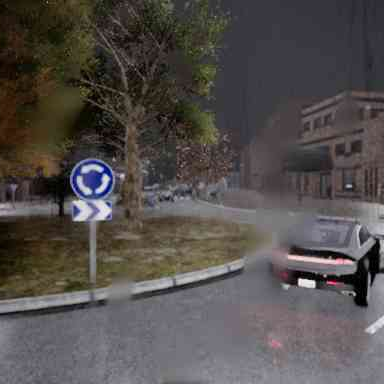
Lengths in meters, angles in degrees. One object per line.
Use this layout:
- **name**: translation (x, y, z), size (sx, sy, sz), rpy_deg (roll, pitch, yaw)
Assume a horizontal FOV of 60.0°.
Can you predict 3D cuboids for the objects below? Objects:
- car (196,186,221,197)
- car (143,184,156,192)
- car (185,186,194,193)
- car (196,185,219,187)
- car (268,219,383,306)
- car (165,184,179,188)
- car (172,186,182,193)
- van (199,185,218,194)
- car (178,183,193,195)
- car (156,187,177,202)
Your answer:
- **car**: translation (3.364, 0.188, 63.396), size (4.892, 1.521, 2.231), rpy_deg (0, 2, 1)
- **car**: translation (-11.945, -0.808, 90.509), size (2.097, 1.535, 5.008), rpy_deg (0, 2, 6)
- **car**: translation (-0.680, -0.664, 83.247), size (1.837, 1.490, 4.892), rpy_deg (0, 2, 5)
- **car**: translation (3.472, -0.032, 66.143), size (4.553, 1.767, 2.185), rpy_deg (0, 2, 1)
- **car**: translation (3.389, 1.412, 8.028), size (2.128, 1.511, 4.902), rpy_deg (1, 1, 33)
- **car**: translation (-4.176, -0.282, 73.145), size (2.097, 1.767, 4.553), rpy_deg (0, 2, 3)
- **car**: translation (-3.705, -0.671, 83.021), size (1.837, 1.490, 4.892), rpy_deg (0, 2, 5)
- **van**: translation (4.020, -0.623, 79.675), size (4.442, 1.987, 1.878), rpy_deg (0, 2, 3)
- **car**: translation (-1.179, -0.410, 72.926), size (2.150, 2.045, 5.566), rpy_deg (0, 2, 3)
- **car**: translation (-3.847, 0.506, 49.368), size (2.097, 1.767, 4.553), rpy_deg (0, 2, -6)
